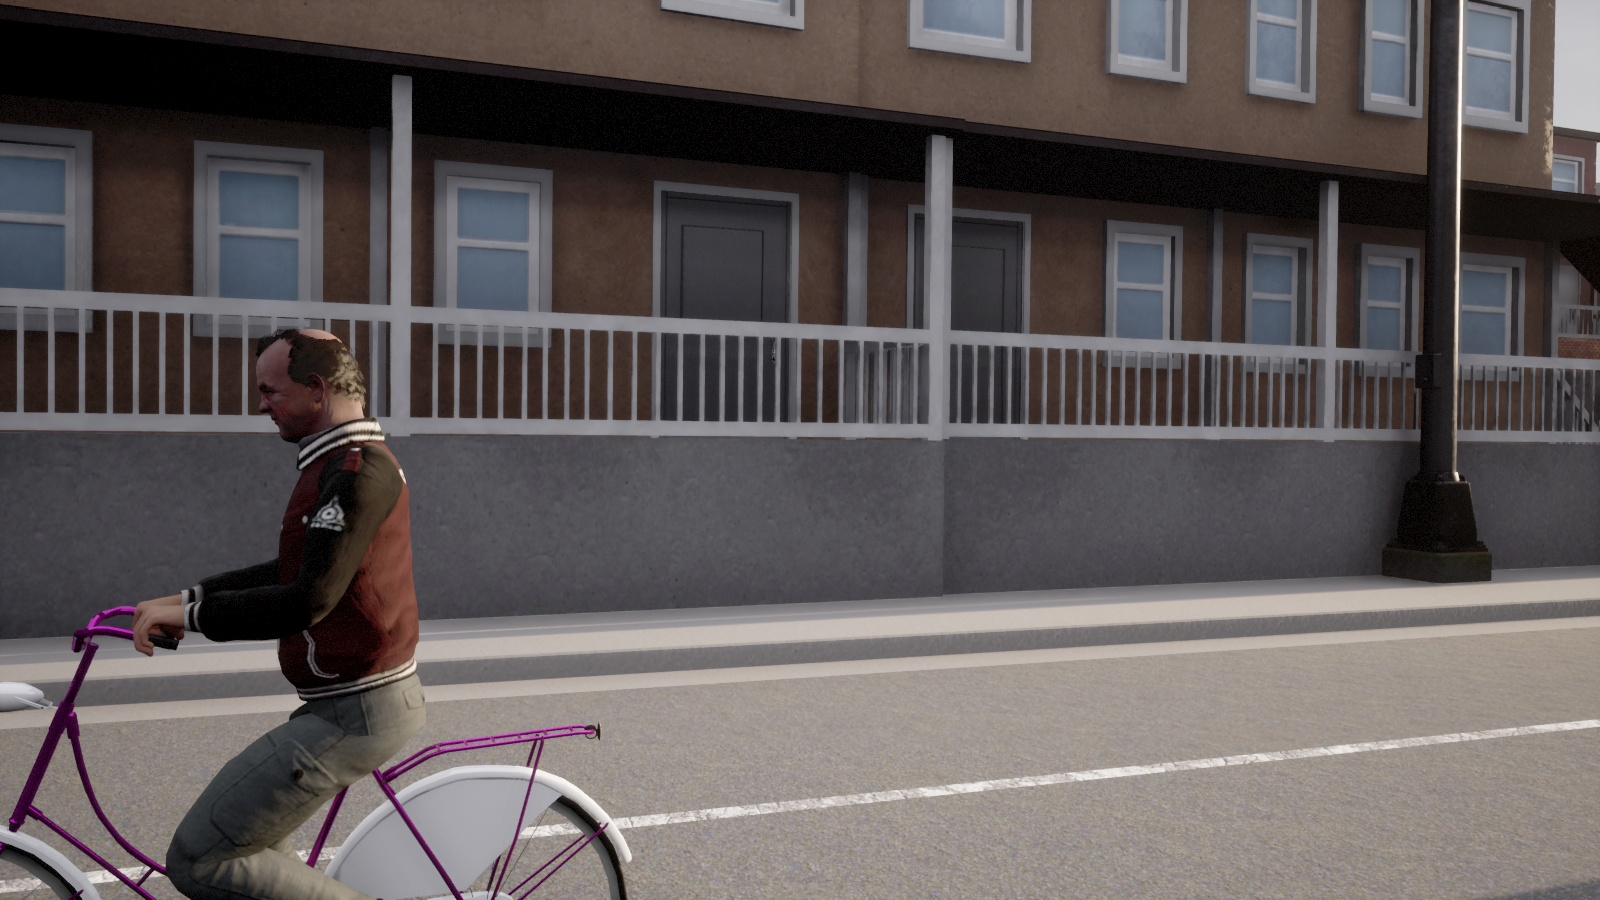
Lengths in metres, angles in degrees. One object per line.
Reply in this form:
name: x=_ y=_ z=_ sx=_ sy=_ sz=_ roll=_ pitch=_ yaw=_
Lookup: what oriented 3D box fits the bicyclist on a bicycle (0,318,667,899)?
bicyclist on a bicycle: x=-1.275 y=0.638 z=2.753 sx=1.843 sy=1.776 sz=0.659 roll=-1 pitch=1 yaw=-21
